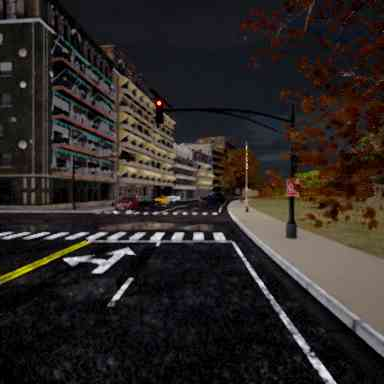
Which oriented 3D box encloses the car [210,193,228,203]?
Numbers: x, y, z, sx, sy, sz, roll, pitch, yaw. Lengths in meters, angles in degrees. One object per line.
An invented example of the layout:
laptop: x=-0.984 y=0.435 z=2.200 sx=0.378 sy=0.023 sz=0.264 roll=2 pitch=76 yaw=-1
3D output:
car: x=5.875 y=1.310 z=71.836 sx=2.150 sy=2.045 sz=5.566 roll=0 pitch=0 yaw=10

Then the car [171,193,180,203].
car: x=-3.954 y=1.301 z=72.141 sx=2.150 sy=2.045 sz=5.566 roll=0 pitch=0 yaw=9

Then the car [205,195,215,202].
car: x=4.505 y=1.559 z=82.497 sx=1.882 sy=1.535 sz=5.008 roll=0 pitch=0 yaw=12

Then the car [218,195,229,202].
car: x=7.779 y=1.615 z=82.296 sx=2.128 sy=1.511 sz=4.902 roll=0 pitch=0 yaw=12

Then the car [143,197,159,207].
car: x=-6.919 y=1.618 z=51.481 sx=1.895 sy=1.301 sz=4.718 roll=0 pitch=0 yaw=7

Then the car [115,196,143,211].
car: x=-7.960 y=1.345 z=41.454 sx=2.097 sy=1.767 sz=4.553 roll=0 pitch=0 yaw=5

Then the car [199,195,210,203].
car: x=2.657 y=1.609 z=72.302 sx=2.128 sy=1.511 sz=4.902 roll=0 pitch=0 yaw=10

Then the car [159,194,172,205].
car: x=-5.557 y=1.522 z=61.692 sx=1.882 sy=1.535 sz=5.008 roll=0 pitch=0 yaw=8
